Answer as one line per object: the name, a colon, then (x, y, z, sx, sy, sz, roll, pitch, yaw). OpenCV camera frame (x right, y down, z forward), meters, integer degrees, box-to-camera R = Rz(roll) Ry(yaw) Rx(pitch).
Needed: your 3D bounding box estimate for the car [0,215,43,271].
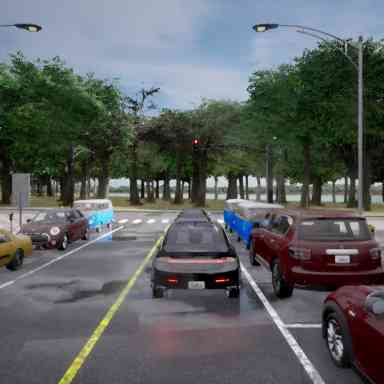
car: (-5.766, 1.525, 8.317, 1.752, 1.417, 4.829, 0, 0, 0)

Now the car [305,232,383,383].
car: (2.760, 1.440, 3.051, 1.967, 1.590, 4.097, 0, 0, 0)

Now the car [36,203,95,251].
car: (-5.767, 1.441, 13.924, 1.967, 1.590, 4.097, 0, 0, 0)

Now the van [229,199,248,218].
van: (2.758, 1.342, 13.926, 1.690, 1.788, 3.998, 0, 0, 0)

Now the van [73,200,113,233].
van: (-5.769, 1.342, 19.362, 1.690, 1.788, 3.998, 0, 0, 0)

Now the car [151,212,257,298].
car: (0.088, 1.492, 8.520, 2.128, 1.511, 4.902, 0, 0, 0)

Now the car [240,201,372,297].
car: (2.759, 1.315, 8.488, 2.192, 1.841, 5.009, 0, 0, 0)

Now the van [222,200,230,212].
van: (2.757, 1.342, 19.363, 1.690, 1.788, 3.998, 0, 0, 0)

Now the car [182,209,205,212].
car: (0.053, 1.565, 17.438, 1.994, 1.385, 4.181, 0, 0, 1)
